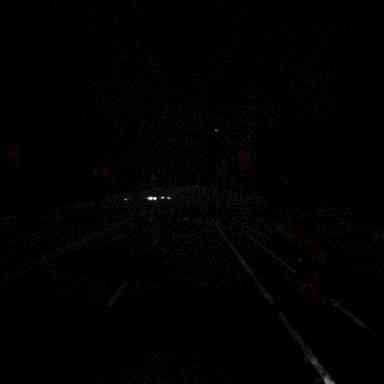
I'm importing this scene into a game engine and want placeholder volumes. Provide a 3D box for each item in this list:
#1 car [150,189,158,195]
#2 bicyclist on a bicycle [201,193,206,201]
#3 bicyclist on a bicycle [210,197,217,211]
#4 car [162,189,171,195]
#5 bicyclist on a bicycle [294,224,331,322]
[{"bbox_3d":[-9.774,0.084,85.658,2.128,1.511,4.902,0,1,0],"label":"car"},{"bbox_3d":[2.208,0.917,63.746,0.866,1.612,1.509,0,1,0],"label":"bicyclist on a bicycle"},{"bbox_3d":[2.214,1.272,33.998,0.866,1.612,1.509,0,7,0],"label":"bicyclist on a bicycle"},{"bbox_3d":[-6.524,-0.086,85.685,2.097,1.767,4.553,0,1,0],"label":"car"},{"bbox_3d":[2.257,1.445,6.272,0.582,1.620,1.656,0,0,0],"label":"bicyclist on a bicycle"}]
